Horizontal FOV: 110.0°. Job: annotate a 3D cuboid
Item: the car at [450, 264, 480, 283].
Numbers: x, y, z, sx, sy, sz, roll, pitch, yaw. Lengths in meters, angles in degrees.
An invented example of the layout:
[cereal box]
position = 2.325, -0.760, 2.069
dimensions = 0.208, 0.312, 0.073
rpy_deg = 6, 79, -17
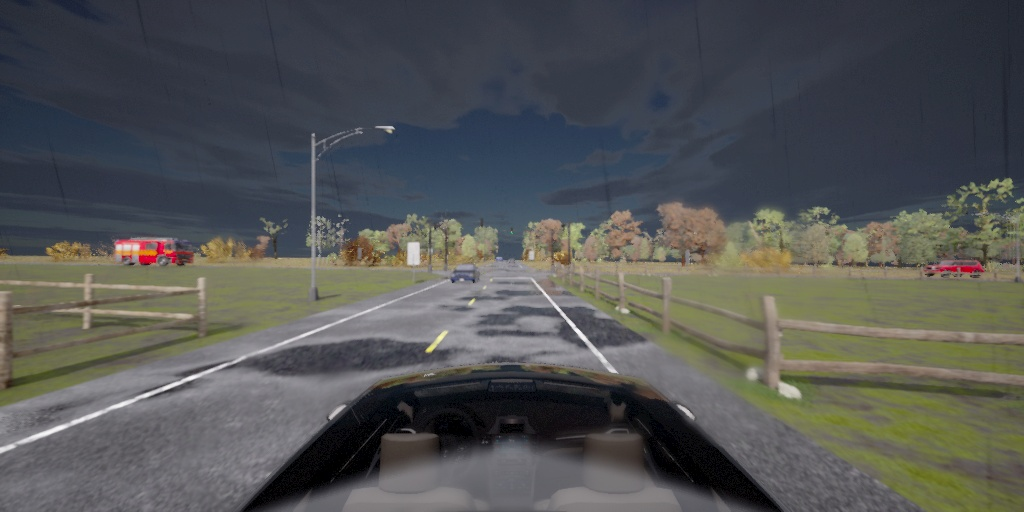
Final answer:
[car]
position = -3.539, 1.315, 28.096
dimensions = 2.033, 1.411, 5.357
rpy_deg = 0, 0, 1
